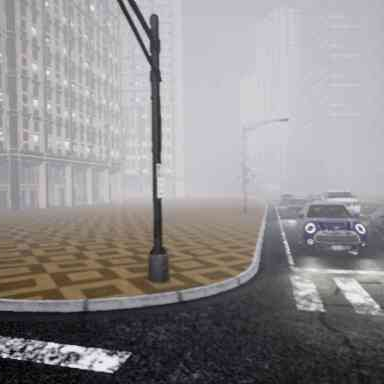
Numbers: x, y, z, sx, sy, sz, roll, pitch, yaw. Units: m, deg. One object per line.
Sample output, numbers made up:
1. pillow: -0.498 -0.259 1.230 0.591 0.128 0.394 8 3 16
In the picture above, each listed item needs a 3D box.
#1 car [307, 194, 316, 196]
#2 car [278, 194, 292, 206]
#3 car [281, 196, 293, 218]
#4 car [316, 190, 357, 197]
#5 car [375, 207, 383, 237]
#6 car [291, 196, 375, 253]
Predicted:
1. car: 15.054 0.945 40.872 2.128 1.511 4.902 -1 0 12
2. car: 12.077 0.984 42.454 1.837 1.490 4.892 -1 0 12
3. car: 8.252 1.254 25.807 1.994 1.385 4.181 -1 1 13
4. car: 11.886 0.849 27.032 2.150 2.045 5.566 -1 1 13
5. car: 8.793 1.320 13.901 1.812 1.442 4.674 -1 1 13
6. car: 5.245 1.202 13.030 2.097 1.767 4.553 -1 1 13
